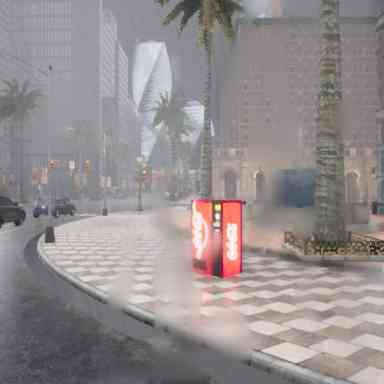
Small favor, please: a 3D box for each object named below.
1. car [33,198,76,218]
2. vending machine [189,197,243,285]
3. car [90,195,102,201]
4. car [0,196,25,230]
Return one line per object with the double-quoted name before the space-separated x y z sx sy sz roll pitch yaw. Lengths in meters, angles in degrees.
"car" -12.436 1.352 30.360 2.097 1.767 4.553 0 0 5
"vending machine" 0.636 1.195 8.717 1.100 2.100 0.880 0 0 -43
"car" -24.290 1.513 84.688 2.161 1.482 4.786 0 0 1
"car" -12.169 1.223 20.231 2.150 2.045 5.566 0 0 -7
